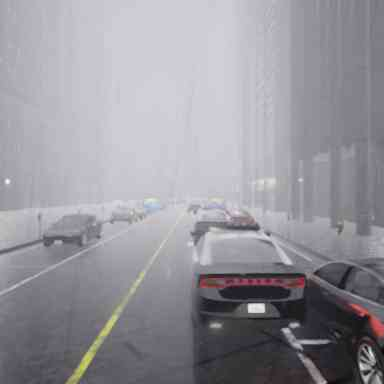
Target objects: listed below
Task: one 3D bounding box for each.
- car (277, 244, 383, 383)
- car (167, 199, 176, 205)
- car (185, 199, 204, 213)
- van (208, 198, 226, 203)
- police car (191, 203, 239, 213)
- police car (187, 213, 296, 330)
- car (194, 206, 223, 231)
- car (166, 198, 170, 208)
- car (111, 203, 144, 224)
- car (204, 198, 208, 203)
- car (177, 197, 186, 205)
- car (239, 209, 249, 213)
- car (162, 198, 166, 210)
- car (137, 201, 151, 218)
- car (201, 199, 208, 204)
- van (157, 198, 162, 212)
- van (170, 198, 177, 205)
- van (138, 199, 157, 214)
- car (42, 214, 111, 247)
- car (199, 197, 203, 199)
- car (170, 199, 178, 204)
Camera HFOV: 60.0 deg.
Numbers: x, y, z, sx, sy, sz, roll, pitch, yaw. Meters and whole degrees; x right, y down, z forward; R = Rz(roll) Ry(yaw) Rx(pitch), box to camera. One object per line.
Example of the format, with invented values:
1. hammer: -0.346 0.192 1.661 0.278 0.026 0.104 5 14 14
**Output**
1. car: 2.816 1.612 4.894 1.947 1.339 4.313 0 -1 0
2. car: -5.159 2.494 83.914 1.887 1.381 4.507 0 -1 0
3. car: 0.360 1.995 43.974 1.837 1.490 4.892 0 0 1
4. van: 3.050 1.763 38.738 1.690 1.788 3.998 0 -1 0
5. police car: 1.043 1.617 17.402 1.930 1.638 5.238 0 -1 0
6. police car: 0.916 1.506 7.394 1.930 1.638 5.238 0 -1 0
7. car: 1.084 1.783 23.291 1.812 1.442 4.674 0 -1 0
8. car: -5.357 1.954 55.714 2.192 1.841 5.009 0 -1 0
9. car: -5.552 1.877 27.510 2.008 1.369 4.403 0 -1 0
10. car: 3.169 2.191 55.656 1.802 1.307 4.206 0 -1 0
11. car: -2.424 2.116 79.737 2.150 2.045 5.566 0 -1 0
12. car: 2.933 1.779 21.815 1.887 1.381 4.507 0 -1 0
13. car: -5.396 2.017 50.072 1.967 1.590 4.097 0 -1 0
14. car: -5.514 1.912 32.980 1.752 1.417 4.829 0 -1 0
15. car: 3.444 2.588 95.138 1.887 1.381 4.507 0 -1 0
16. van: -5.436 1.855 44.433 1.690 1.788 3.998 0 -1 0
17. van: -5.200 2.229 78.276 1.690 1.788 3.998 0 -1 0
18. van: -5.475 1.793 38.792 1.690 1.788 3.998 0 -1 0
19. car: -5.631 1.767 16.229 1.947 1.339 4.313 0 -1 0
20. car: 0.416 2.132 56.461 1.837 1.490 4.892 0 -1 0
21. car: -5.081 2.639 95.194 1.947 1.339 4.313 0 -1 0
